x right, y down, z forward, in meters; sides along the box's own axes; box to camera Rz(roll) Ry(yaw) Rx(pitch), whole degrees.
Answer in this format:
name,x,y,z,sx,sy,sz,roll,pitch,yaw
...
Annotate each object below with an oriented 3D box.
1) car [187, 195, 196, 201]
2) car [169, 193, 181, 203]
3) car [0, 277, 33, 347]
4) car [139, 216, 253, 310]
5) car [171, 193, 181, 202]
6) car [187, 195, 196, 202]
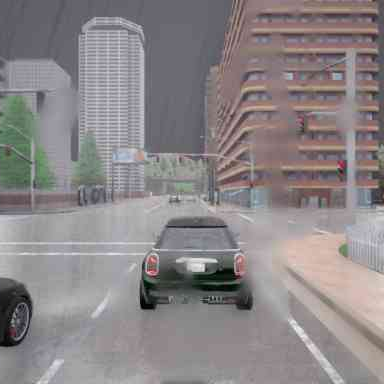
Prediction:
name,x,y,z,sx,sy,sz,roll,pitch,yaw
car,-0.188,1.507,85.386,2.128,1.511,4.902,0,0,0
car,-3.546,1.491,66.127,2.128,1.511,4.902,0,0,0
car,-3.433,1.526,3.358,1.812,1.442,4.674,0,0,0
car,0.096,1.352,7.978,2.097,1.767,4.553,0,0,1
car,-3.668,1.219,76.127,2.150,2.045,5.566,0,0,0
car,-0.168,1.519,76.386,1.812,1.442,4.674,0,0,0
